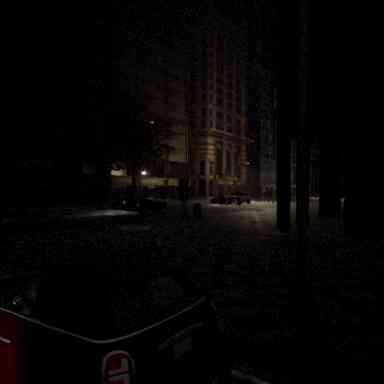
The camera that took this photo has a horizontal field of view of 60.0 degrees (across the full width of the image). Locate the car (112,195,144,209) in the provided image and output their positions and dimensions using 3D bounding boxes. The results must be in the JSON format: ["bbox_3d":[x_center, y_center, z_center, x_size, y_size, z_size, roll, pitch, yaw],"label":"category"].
[{"bbox_3d":[-7.172,1.153,39.259,2.097,1.767,4.553,1,0,35],"label":"car"}]

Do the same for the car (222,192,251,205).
[{"bbox_3d":[7.640,0.999,54.344,2.150,2.045,5.566,1,0,35],"label":"car"}]

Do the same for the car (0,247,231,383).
[{"bbox_3d":[-1.662,1.426,4.145,4.097,1.590,1.967,0,0,36],"label":"car"}]

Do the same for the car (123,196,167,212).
[{"bbox_3d":[-4.975,1.431,36.751,1.895,1.301,4.718,1,0,35],"label":"car"}]

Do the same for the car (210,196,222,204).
[{"bbox_3d":[5.074,1.314,56.347,2.033,1.411,5.357,1,0,35],"label":"car"}]
